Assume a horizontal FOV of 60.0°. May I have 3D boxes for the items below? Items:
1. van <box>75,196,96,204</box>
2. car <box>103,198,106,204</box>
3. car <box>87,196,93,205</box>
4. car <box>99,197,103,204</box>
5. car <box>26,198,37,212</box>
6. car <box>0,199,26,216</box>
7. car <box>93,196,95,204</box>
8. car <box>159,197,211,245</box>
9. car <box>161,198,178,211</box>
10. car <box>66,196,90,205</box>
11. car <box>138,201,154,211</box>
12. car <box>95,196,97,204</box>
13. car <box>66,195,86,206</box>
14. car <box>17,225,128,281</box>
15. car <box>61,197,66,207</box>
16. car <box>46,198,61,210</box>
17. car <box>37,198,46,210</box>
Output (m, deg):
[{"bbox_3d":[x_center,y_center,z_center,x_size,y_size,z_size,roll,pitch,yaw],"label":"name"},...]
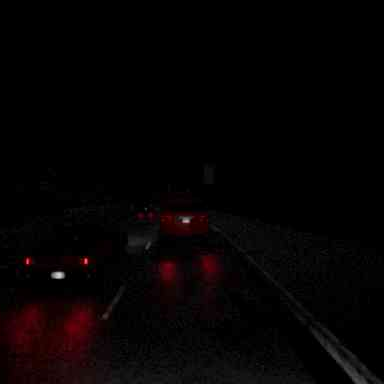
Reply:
[{"bbox_3d":[-24.984,1.918,78.386,4.442,1.987,1.878,0,-2,-28],"label":"van"},{"bbox_3d":[-26.912,2.522,90.018,5.366,1.575,1.946,0,-2,-28],"label":"car"},{"bbox_3d":[-23.256,1.846,66.634,5.366,1.575,1.946,0,-1,-28],"label":"car"},{"bbox_3d":[-25.524,1.979,81.261,5.566,2.045,2.435,0,-2,-28],"label":"car"},{"bbox_3d":[-18.939,1.510,34.191,4.892,1.521,2.231,0,0,-26],"label":"car"},{"bbox_3d":[-18.607,1.502,31.254,4.892,1.521,2.231,0,0,-26],"label":"car"},{"bbox_3d":[-24.253,2.023,72.430,4.674,1.452,2.002,0,-2,-28],"label":"car"},{"bbox_3d":[-0.376,1.255,15.931,2.150,2.045,5.566,0,0,-3],"label":"car"},{"bbox_3d":[-2.984,1.648,43.513,1.882,1.535,5.008,0,0,-7],"label":"car"},{"bbox_3d":[-23.862,1.788,69.475,4.553,1.767,2.185,0,-1,-28],"label":"car"},{"bbox_3d":[-5.781,1.738,41.840,1.895,1.301,4.718,0,0,-7],"label":"car"},{"bbox_3d":[-24.646,1.810,75.403,5.566,2.045,2.435,0,-2,-28],"label":"car"},{"bbox_3d":[-22.577,1.738,60.648,5.008,1.535,2.097,0,-1,-28],"label":"car"},{"bbox_3d":[-3.123,1.613,9.819,1.895,1.301,4.718,0,0,-2],"label":"car"},{"bbox_3d":[-20.508,1.563,45.921,5.008,1.535,2.097,0,-1,-28],"label":"car"},{"bbox_3d":[-20.098,1.546,42.988,5.008,1.535,2.097,0,-1,-28],"label":"car"},{"bbox_3d":[-19.298,1.521,37.129,4.892,1.521,2.231,0,0,-27],"label":"car"}]
